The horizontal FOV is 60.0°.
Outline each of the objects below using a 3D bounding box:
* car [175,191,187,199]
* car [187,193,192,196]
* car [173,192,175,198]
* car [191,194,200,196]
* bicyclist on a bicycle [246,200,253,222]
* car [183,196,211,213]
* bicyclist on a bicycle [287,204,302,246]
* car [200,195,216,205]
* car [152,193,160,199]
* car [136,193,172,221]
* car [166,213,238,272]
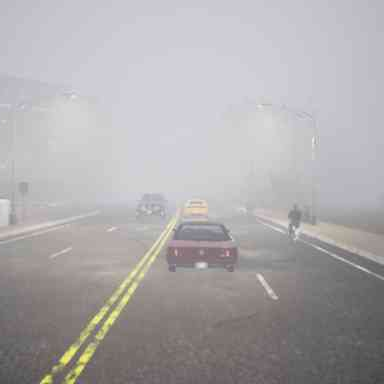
[{"bbox_3d":[-3.217,1.002,90.937,2.097,1.767,4.553,1,0,-6],"label":"car"},{"bbox_3d":[-0.067,1.199,92.066,1.812,1.442,4.674,1,0,-6],"label":"car"},{"bbox_3d":[-6.415,0.971,90.259,2.097,1.767,4.553,1,0,-6],"label":"car"},{"bbox_3d":[1.562,1.314,73.734,2.033,1.411,5.357,1,0,-4],"label":"car"},{"bbox_3d":[4.399,1.427,25.415,0.582,1.620,1.656,1,0,0],"label":"bicyclist on a bicycle"},{"bbox_3d":[0.322,1.394,29.028,1.882,1.535,5.008,1,0,-1],"label":"car"},{"bbox_3d":[4.375,1.379,14.342,0.659,1.776,1.843,1,0,1],"label":"bicyclist on a bicycle"},{"bbox_3d":[2.815,1.423,54.445,1.994,1.385,4.181,1,0,-3],"label":"car"},{"bbox_3d":[-9.645,1.123,89.875,2.033,1.411,5.357,1,0,-6],"label":"car"},{"bbox_3d":[-3.050,1.110,26.608,2.150,2.045,5.566,1,0,0],"label":"car"},{"bbox_3d":[0.285,1.574,10.720,1.895,1.301,4.718,1,0,1],"label":"car"}]
